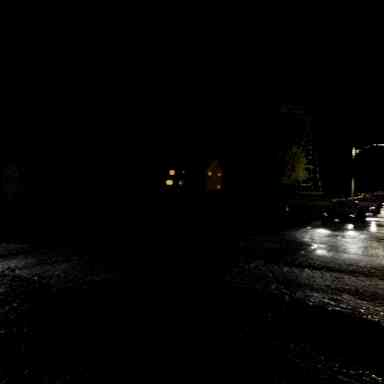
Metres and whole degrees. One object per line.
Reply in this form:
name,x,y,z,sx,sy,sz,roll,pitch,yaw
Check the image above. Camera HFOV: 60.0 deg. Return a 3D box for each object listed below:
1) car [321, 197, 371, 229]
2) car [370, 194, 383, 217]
car,9.078,1.211,19.656,1.812,1.442,4.674,2,2,35
car,14.206,1.126,27.096,1.812,1.442,4.674,2,2,35
